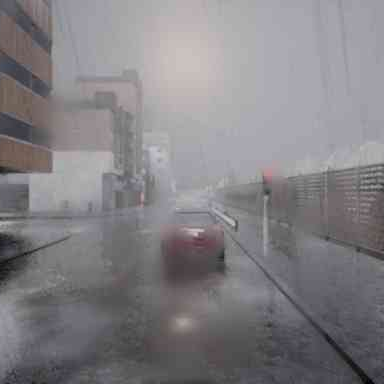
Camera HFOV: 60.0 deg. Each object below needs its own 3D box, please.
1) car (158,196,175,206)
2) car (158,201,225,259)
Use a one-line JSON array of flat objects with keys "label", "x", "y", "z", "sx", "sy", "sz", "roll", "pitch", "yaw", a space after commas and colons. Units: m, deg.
[{"label": "car", "x": -4.227, "y": 1.662, "z": 52.677, "sx": 1.837, "sy": 1.490, "sz": 4.892, "roll": 0, "pitch": 0, "yaw": 0}, {"label": "car", "x": 0.048, "y": 1.390, "z": 12.829, "sx": 2.097, "sy": 1.767, "sz": 4.553, "roll": 0, "pitch": 0, "yaw": 0}]
